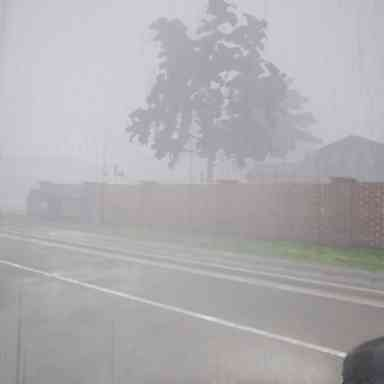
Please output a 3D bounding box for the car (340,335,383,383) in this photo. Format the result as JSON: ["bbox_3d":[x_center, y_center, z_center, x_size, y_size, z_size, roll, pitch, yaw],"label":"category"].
[{"bbox_3d":[3.257,1.535,1.669,4.674,1.442,1.812,0,0,35],"label":"car"}]
